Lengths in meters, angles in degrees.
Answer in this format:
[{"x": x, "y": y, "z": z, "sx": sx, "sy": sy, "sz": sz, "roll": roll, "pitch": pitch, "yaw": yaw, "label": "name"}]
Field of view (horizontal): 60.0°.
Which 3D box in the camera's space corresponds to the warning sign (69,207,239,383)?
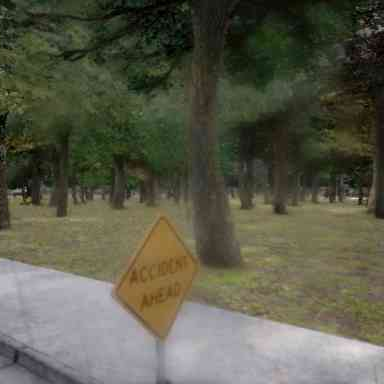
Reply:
[{"x": -0.320, "y": 1.121, "z": 3.294, "sx": 1.060, "sy": 1.860, "sz": 1.300, "roll": 0, "pitch": 0, "yaw": 35, "label": "warning sign"}]
